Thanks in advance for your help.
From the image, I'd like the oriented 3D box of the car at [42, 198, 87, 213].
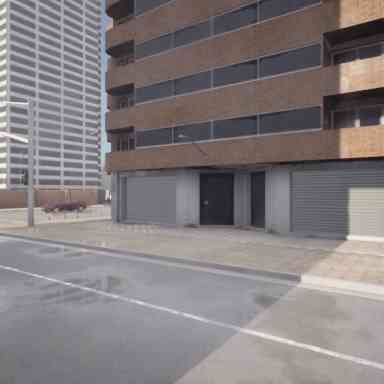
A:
[{"bbox_3d":[-14.101,1.478,36.878,1.882,1.535,5.008,0,0,35],"label":"car"}]
